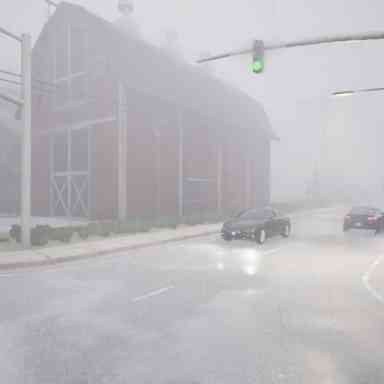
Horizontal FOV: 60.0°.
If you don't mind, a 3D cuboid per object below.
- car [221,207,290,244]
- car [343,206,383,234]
[{"bbox_3d":[3.185,1.505,15.994,1.837,1.490,4.892,0,0,36],"label":"car"},{"bbox_3d":[10.154,1.548,19.402,1.812,1.442,4.674,0,0,36],"label":"car"}]
